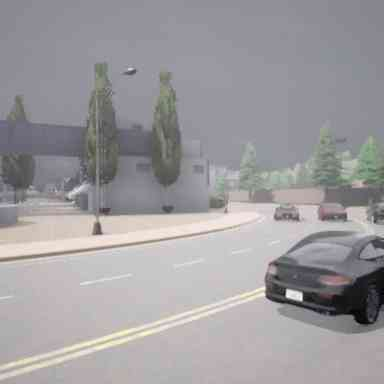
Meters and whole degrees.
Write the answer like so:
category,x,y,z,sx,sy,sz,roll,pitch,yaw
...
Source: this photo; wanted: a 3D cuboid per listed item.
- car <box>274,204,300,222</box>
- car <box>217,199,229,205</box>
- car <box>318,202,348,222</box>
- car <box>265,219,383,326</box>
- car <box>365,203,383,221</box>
category,x,y,z,sx,sy,sz,roll,pitch,yaw
car,8.051,1.737,27.966,1.994,1.385,4.181,0,0,17
car,5.806,2.078,69.361,2.033,1.411,5.357,0,0,-21
car,11.635,1.630,27.670,1.882,1.535,5.008,0,0,16
car,3.387,1.566,7.208,4.674,1.442,1.812,0,0,-44
car,14.987,1.629,26.169,1.837,1.490,4.892,0,0,19
